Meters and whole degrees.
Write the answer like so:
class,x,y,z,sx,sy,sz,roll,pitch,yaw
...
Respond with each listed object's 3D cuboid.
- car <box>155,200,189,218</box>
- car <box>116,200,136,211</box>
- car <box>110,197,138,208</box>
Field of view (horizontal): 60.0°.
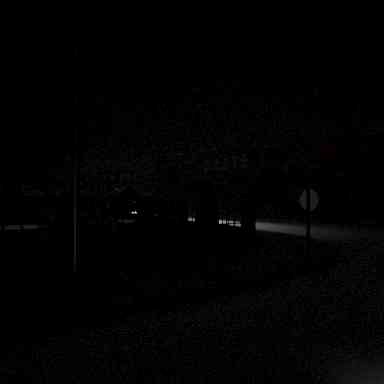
class,x,y,z,sx,sy,sz,roll,pitch,yaw
car,-2.210,1.491,30.608,2.128,1.511,4.902,0,0,-35
car,-8.003,1.563,38.761,1.994,1.385,4.181,0,0,-35
car,-10.105,1.547,48.940,2.033,1.411,5.357,0,0,-37
